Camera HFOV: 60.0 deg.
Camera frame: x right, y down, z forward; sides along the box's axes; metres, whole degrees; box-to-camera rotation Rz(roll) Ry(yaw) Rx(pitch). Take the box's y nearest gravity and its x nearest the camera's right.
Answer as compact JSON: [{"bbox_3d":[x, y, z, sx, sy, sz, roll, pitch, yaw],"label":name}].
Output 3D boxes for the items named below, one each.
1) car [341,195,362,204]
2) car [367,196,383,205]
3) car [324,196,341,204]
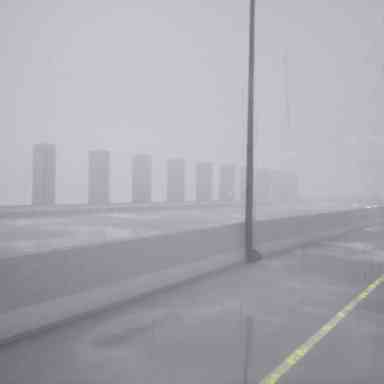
[{"bbox_3d":[28.781,1.397,59.242,1.837,1.490,4.892,1,1,41],"label":"car"},{"bbox_3d":[31.429,1.463,56.955,2.128,1.511,4.902,1,1,41],"label":"car"},{"bbox_3d":[26.100,1.434,61.490,1.895,1.301,4.718,1,1,41],"label":"car"}]
